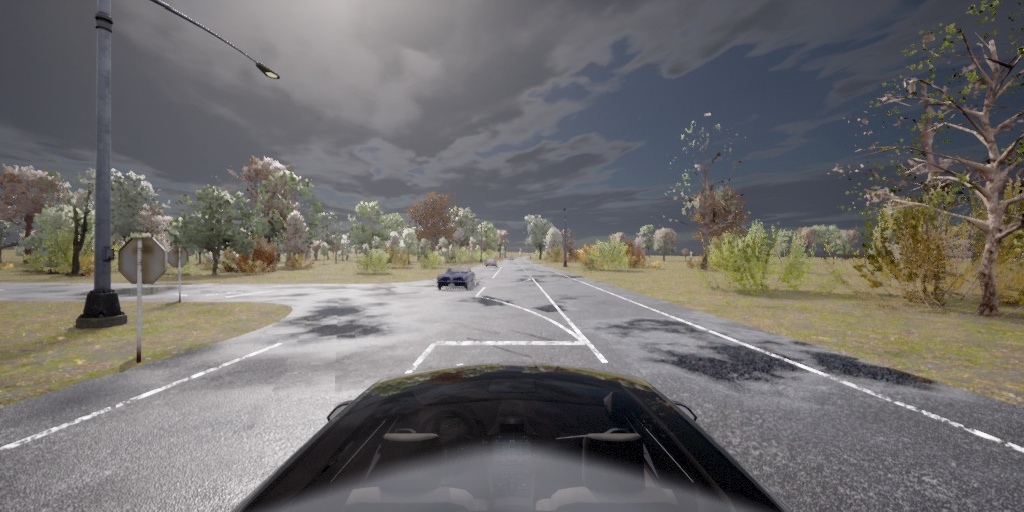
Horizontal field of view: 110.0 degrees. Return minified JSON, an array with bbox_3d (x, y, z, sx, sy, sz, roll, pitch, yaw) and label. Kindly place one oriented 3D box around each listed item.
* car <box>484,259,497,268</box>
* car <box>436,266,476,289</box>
[{"bbox_3d":[-3.520,1.212,59.713,1.812,1.442,4.674,0,0,0],"label":"car"},{"bbox_3d":[-3.472,1.343,22.838,1.895,1.301,4.718,0,0,0],"label":"car"}]
